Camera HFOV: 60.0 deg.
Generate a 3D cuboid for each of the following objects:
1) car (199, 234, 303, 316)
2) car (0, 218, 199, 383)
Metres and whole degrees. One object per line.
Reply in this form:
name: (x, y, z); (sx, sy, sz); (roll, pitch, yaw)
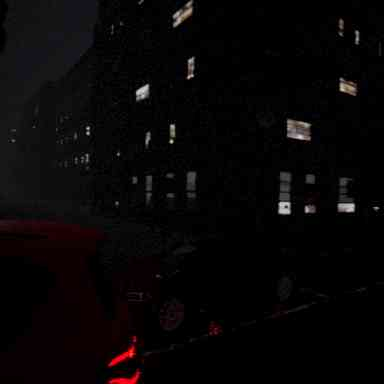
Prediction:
car: (0.391, 1.594, 6.829); (4.507, 1.381, 1.887); (1, 0, -35)
car: (-2.874, 1.202, 1.331); (5.566, 2.045, 2.150); (1, 0, -35)
